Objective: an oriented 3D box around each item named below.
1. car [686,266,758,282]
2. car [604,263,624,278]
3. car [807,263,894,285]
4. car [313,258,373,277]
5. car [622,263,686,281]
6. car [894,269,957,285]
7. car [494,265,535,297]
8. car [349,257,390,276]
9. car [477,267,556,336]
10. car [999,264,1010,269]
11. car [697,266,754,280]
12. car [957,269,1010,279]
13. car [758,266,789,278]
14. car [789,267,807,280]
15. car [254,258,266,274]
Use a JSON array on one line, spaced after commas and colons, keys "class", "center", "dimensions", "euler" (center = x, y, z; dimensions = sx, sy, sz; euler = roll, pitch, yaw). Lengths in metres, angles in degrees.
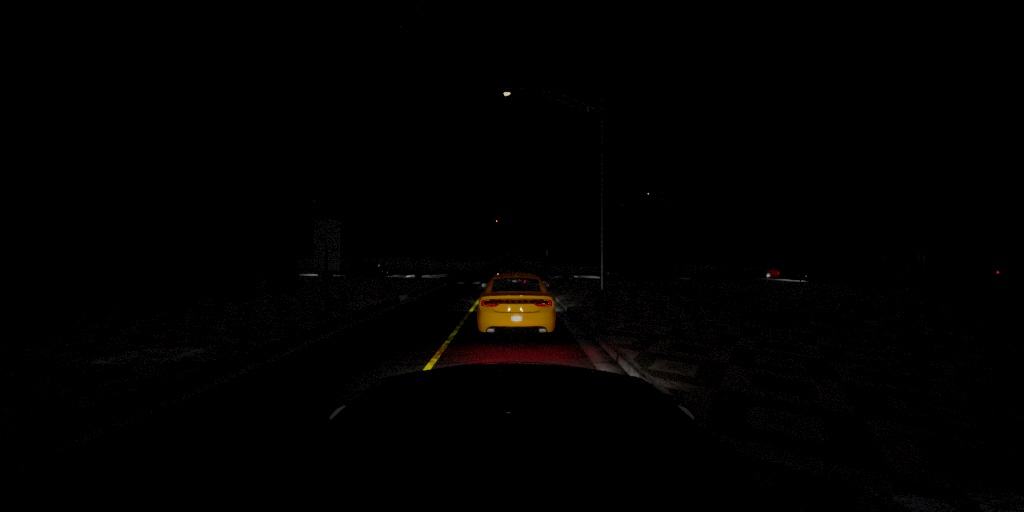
[{"class": "car", "center": [17.960, 1.569, 30.932], "dimensions": [4.829, 1.417, 1.751], "euler": [0, 0, 0]}, {"class": "car", "center": [11.907, 1.454, 36.794], "dimensions": [4.892, 1.490, 1.837], "euler": [1, 0, 0]}, {"class": "car", "center": [29.077, 1.538, 30.922], "dimensions": [5.009, 1.841, 2.192], "euler": [0, 0, 0]}, {"class": "car", "center": [-14.760, 1.114, 30.863], "dimensions": [4.403, 1.370, 2.007], "euler": [0, 0, 0]}, {"class": "car", "center": [12.147, 1.522, 30.936], "dimensions": [4.313, 1.339, 1.948], "euler": [0, 0, 0]}, {"class": "car", "center": [34.720, 1.862, 30.917], "dimensions": [4.507, 1.381, 1.888], "euler": [0, 0, 0]}, {"class": "car", "center": [0.114, 1.296, 20.211], "dimensions": [2.033, 1.411, 5.357], "euler": [0, 0, 0]}, {"class": "car", "center": [-13.877, 0.926, 33.575], "dimensions": [4.553, 1.767, 2.097], "euler": [1, 0, 1]}, {"class": "car", "center": [0.105, 1.227, 10.385], "dimensions": [1.882, 1.535, 5.008], "euler": [0, 0, 0]}, {"class": "car", "center": [48.972, 1.776, 33.564], "dimensions": [5.566, 2.045, 2.150], "euler": [1, 0, 0]}, {"class": "car", "center": [21.824, 1.704, 36.786], "dimensions": [4.718, 1.301, 1.895], "euler": [1, 0, 0]}, {"class": "car", "center": [40.371, 1.993, 30.912], "dimensions": [4.207, 1.307, 1.802], "euler": [0, 0, 0]}, {"class": "car", "center": [29.092, 1.763, 39.447], "dimensions": [4.507, 1.381, 1.888], "euler": [0, 0, 0]}, {"class": "car", "center": [31.890, 1.771, 36.768], "dimensions": [4.892, 1.490, 1.837], "euler": [1, 0, 0]}, {"class": "car", "center": [-23.875, 0.928, 33.629], "dimensions": [4.902, 1.511, 2.128], "euler": [1, 0, 0]}]
